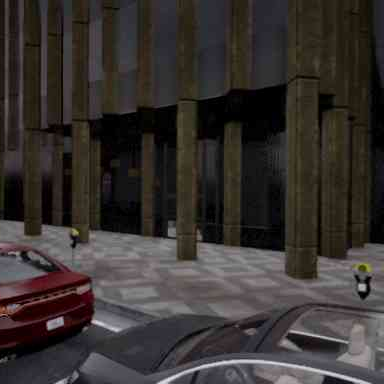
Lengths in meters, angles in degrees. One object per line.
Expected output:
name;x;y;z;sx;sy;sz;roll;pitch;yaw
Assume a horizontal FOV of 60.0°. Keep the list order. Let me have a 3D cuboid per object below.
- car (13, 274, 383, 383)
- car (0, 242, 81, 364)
car;0.892;1.547;2.326;4.403;1.369;2.008;1;0;36
car;-3.533;1.502;5.486;4.507;1.381;1.887;0;0;36
